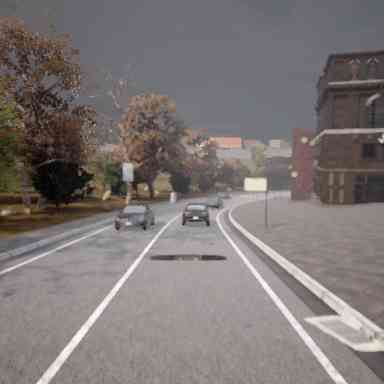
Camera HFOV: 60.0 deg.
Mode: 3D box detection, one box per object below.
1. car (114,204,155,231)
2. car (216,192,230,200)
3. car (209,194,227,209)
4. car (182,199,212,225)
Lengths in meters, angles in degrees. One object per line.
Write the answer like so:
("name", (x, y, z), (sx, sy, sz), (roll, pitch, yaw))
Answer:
("car", (-3.431, 1.484, 20.625), (1.812, 1.442, 4.674), (0, 0, 2))
("car", (5.457, 0.736, 61.095), (1.994, 1.385, 4.181), (3, 3, 24))
("car", (2.844, 1.336, 42.067), (1.994, 1.385, 4.181), (1, 1, 13))
("car", (0.324, 1.487, 23.522), (1.812, 1.442, 4.674), (0, 0, 2))
